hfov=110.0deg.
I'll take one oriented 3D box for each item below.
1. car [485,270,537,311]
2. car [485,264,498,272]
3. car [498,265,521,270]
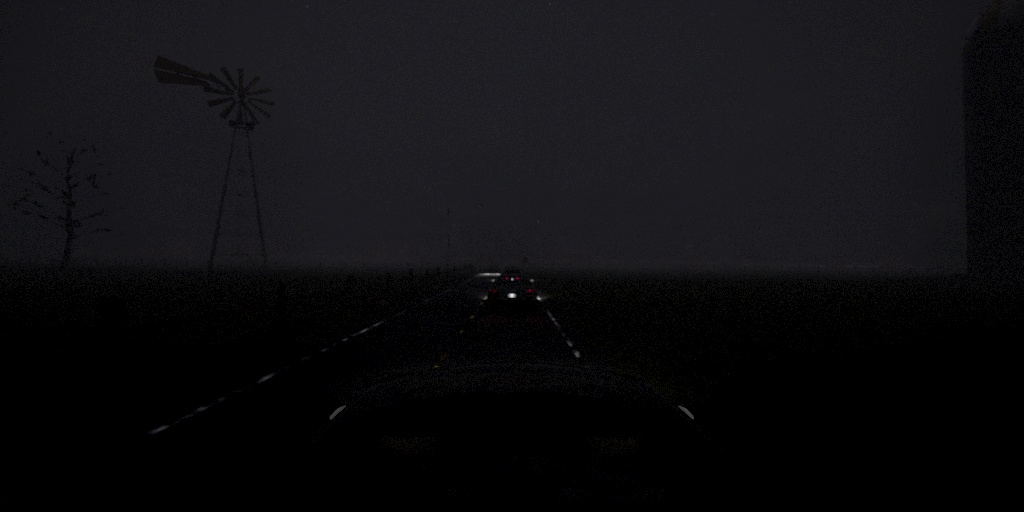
[{"bbox_3d":[0.025,1.459,15.320,1.994,1.385,4.181,0,-1,1],"label":"car"},{"bbox_3d":[-2.762,1.836,52.437,1.994,1.385,4.181,0,-1,0],"label":"car"},{"bbox_3d":[0.028,1.556,30.347,1.837,1.490,4.892,0,0,1],"label":"car"}]
